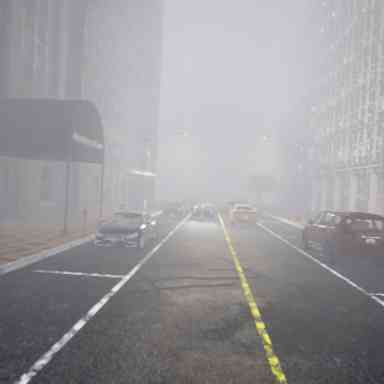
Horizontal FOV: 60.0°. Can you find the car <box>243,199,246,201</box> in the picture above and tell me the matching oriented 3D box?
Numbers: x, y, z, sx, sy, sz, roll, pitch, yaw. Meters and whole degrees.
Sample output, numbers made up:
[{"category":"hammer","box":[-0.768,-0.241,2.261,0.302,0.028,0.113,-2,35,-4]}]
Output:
[{"category":"car","box":[7.454,2.000,41.469,1.752,1.417,4.829,2,0,3]}]

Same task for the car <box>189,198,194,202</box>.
[{"category":"car","box":[-1.234,1.570,36.170,1.947,1.339,4.313,2,0,3]}]

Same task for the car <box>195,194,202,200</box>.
[{"category":"car","box":[1.379,1.490,81.491,2.192,1.841,5.009,2,0,3]}]

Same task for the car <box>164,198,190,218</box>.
[{"category":"car","box":[-1.559,1.545,30.505,1.947,1.339,4.313,2,0,3]}]

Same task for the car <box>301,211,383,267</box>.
[{"category":"car","box":[5.826,1.658,12.972,2.192,1.841,5.009,2,0,3]}]

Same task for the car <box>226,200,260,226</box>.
[{"category":"car","box":[4.016,1.749,26.472,1.882,1.535,5.008,3,0,3]}]

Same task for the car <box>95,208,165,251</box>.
[{"category":"car","box":[-2.534,1.447,13.510,2.008,1.369,4.403,2,0,3]}]

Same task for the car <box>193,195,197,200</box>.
[{"category":"car","box":[-0.592,1.577,47.330,1.752,1.417,4.829,2,0,3]}]

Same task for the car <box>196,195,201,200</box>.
[{"category":"car","box":[0.067,1.680,58.830,1.802,1.307,4.206,2,0,3]}]

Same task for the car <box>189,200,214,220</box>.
[{"category":"car","box":[1.041,1.718,30.023,1.895,1.301,4.718,3,0,4]}]

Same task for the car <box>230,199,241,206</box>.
[{"category":"car","box":[9.071,2.129,69.628,1.887,1.381,4.507,2,0,3]}]

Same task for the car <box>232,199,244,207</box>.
[{"category":"car","box":[8.744,2.130,63.960,1.947,1.339,4.313,2,0,3]}]

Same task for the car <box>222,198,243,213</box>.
[{"category":"car","box":[4.864,1.843,41.272,1.837,1.490,4.892,3,0,3]}]

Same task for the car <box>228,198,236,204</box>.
[{"category":"car","box":[9.721,2.203,80.958,1.802,1.307,4.206,2,0,3]}]
